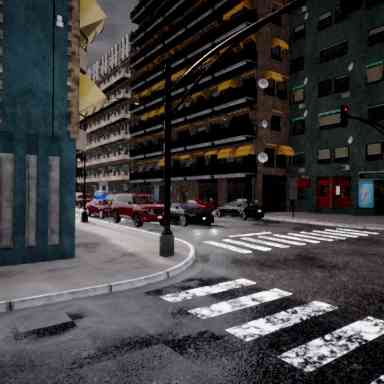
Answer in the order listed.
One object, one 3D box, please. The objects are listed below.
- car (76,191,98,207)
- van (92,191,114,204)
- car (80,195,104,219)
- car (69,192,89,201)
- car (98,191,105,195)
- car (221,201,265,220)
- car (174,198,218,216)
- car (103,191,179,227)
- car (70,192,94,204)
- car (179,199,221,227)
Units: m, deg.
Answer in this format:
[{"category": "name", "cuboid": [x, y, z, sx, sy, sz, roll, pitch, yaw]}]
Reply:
[{"category": "car", "cuboid": [-12.086, 0.948, 36.918, 1.882, 1.535, 5.008, 1, 1, -36]}, {"category": "van", "cuboid": [-12.780, 0.726, 47.745, 1.690, 1.788, 3.998, 2, 0, -36]}, {"category": "car", "cuboid": [-6.515, 1.183, 24.817, 1.887, 1.381, 4.507, 2, 0, -36]}, {"category": "car", "cuboid": [-19.323, 0.769, 56.764, 1.887, 1.381, 4.507, 2, 0, -36]}, {"category": "car", "cuboid": [-6.048, 0.971, 28.573, 2.097, 1.767, 4.553, 1, 0, -36]}, {"category": "car", "cuboid": [3.562, 1.353, 25.194, 1.947, 1.339, 4.313, 2, 0, -36]}, {"category": "car", "cuboid": [0.292, 1.288, 29.704, 1.802, 1.307, 4.206, 2, 0, -36]}, {"category": "car", "cuboid": [-3.238, 1.034, 20.307, 2.192, 1.841, 5.009, 2, 0, -36]}, {"category": "car", "cuboid": [-15.663, 0.823, 47.200, 1.882, 1.535, 5.008, 1, 0, -36]}, {"category": "car", "cuboid": [-0.460, 1.321, 20.855, 1.994, 1.385, 4.181, 1, 0, -36]}]
